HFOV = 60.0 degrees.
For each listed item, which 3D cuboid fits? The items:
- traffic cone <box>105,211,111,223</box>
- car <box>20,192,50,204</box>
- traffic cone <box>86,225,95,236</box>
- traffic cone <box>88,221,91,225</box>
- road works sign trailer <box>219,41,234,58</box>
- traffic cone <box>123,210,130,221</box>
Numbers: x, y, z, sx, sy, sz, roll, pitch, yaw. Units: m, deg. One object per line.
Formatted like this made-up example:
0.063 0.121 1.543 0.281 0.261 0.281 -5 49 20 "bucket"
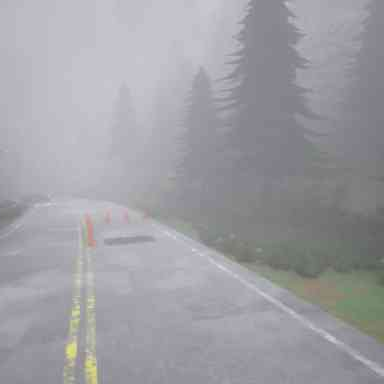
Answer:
-4.519 1.337 17.828 0.340 0.580 0.340 -3 3 -18 "traffic cone"
-18.828 0.705 39.858 4.718 1.301 1.895 -1 5 43 "car"
-3.599 1.564 11.827 0.340 0.580 0.340 -3 3 -18 "traffic cone"
-4.222 1.505 13.727 0.340 0.580 0.340 -3 3 -18 "traffic cone"
5.240 -19.699 46.118 2.880 2.380 3.560 11 12 -34 "road works sign trailer"
-3.573 1.283 18.137 0.340 0.580 0.340 -3 3 -18 "traffic cone"
